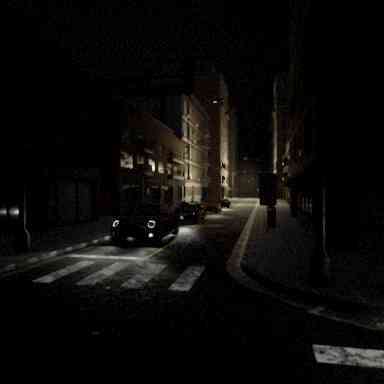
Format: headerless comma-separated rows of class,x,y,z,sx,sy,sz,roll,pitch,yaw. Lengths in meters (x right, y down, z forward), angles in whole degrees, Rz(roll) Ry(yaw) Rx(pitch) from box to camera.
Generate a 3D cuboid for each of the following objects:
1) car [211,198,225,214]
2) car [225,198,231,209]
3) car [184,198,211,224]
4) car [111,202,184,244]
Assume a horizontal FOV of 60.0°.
car,1.960,1.414,34.792,1.882,1.535,5.008,0,0,12
car,4.082,1.476,44.560,1.994,1.385,4.181,0,0,13
car,-0.194,1.450,24.709,2.128,1.511,4.902,0,0,12
car,-2.073,1.328,15.770,2.097,1.767,4.553,0,0,12
